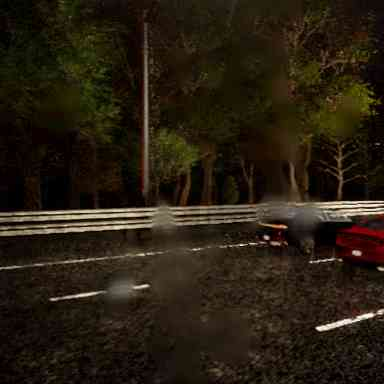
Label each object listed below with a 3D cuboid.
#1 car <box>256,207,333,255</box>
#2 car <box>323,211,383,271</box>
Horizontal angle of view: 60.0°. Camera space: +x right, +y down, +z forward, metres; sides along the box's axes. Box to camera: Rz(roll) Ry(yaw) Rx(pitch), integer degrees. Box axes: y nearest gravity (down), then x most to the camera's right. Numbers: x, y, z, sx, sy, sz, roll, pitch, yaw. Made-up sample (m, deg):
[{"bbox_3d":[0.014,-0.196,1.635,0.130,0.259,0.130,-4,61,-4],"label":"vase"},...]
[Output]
[{"bbox_3d":[4.713,1.344,12.603,4.902,1.511,2.128,0,1,-27],"label":"car"},{"bbox_3d":[6.335,1.366,9.501,5.008,1.535,1.882,0,1,-27],"label":"car"}]
